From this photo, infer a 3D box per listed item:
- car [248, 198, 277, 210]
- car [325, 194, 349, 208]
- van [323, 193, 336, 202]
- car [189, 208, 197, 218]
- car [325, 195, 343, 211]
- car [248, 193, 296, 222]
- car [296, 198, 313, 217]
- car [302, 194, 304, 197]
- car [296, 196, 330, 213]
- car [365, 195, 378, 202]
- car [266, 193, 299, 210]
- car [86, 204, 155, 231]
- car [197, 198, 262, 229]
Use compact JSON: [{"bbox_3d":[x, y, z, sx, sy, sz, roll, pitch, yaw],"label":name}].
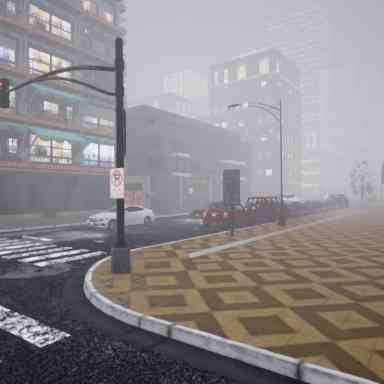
[{"bbox_3d":[9.235,1.489,43.322,1.752,1.417,4.829,-1,0,36],"label":"car"},{"bbox_3d":[18.995,1.167,43.302,2.192,1.841,5.009,-1,0,36],"label":"car"},{"bbox_3d":[29.203,1.229,70.504,1.690,1.788,3.998,-1,0,36],"label":"van"},{"bbox_3d":[1.985,1.513,29.291,2.033,1.411,5.357,-1,0,36],"label":"car"},{"bbox_3d":[15.686,1.415,38.794,2.008,1.369,4.403,-1,0,36],"label":"car"},{"bbox_3d":[5.750,1.215,25.273,2.192,1.841,5.009,-1,0,36],"label":"car"},{"bbox_3d":[9.064,1.470,29.779,1.802,1.307,4.206,-1,0,36],"label":"car"},{"bbox_3d":[22.481,1.439,61.352,1.752,1.417,4.829,-1,0,36],"label":"car"},{"bbox_3d":[12.375,1.421,34.287,1.887,1.381,4.507,-1,0,36],"label":"car"},{"bbox_3d":[35.555,1.333,65.838,1.887,1.381,4.507,-1,0,36],"label":"car"},{"bbox_3d":[11.654,1.154,42.402,2.150,2.045,5.566,-1,-1,37],"label":"car"},{"bbox_3d":[-4.303,1.515,20.734,1.812,1.442,4.674,-1,0,36],"label":"car"},{"bbox_3d":[2.439,1.352,20.765,1.967,1.590,4.097,-1,0,36],"label":"car"}]
